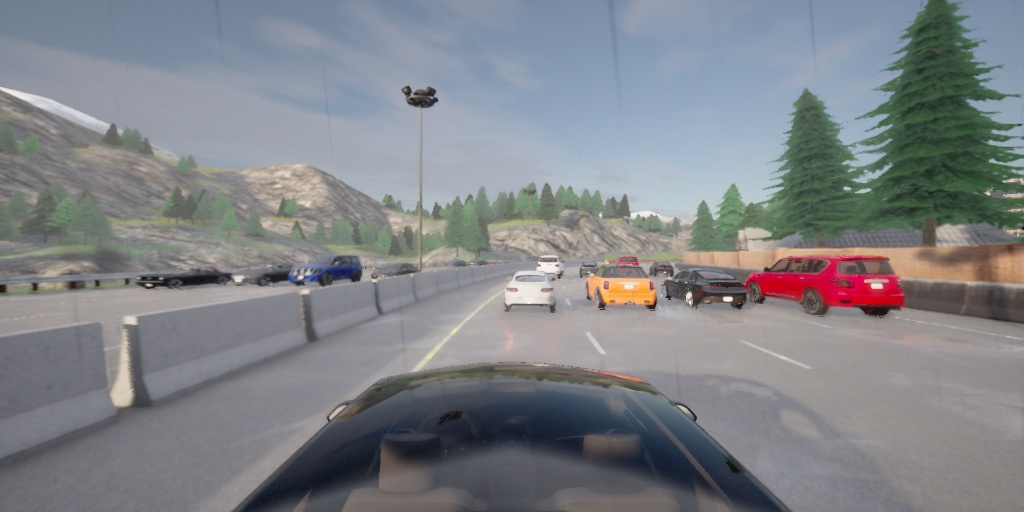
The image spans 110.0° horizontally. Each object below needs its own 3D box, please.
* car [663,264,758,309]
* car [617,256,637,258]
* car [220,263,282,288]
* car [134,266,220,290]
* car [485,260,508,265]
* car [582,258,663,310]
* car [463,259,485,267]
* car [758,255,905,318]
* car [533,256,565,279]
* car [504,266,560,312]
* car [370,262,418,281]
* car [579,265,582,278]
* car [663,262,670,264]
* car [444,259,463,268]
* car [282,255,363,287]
[{"bbox_3d":[7.861,1.276,15.101,1.837,1.490,4.892,0,0,5],"label":"car"},{"bbox_3d":[11.190,1.002,35.105,2.150,2.045,5.566,0,0,13],"label":"car"},{"bbox_3d":[-15.957,1.201,23.778,2.128,1.511,4.902,0,0,8],"label":"car"},{"bbox_3d":[-19.745,1.301,21.941,1.895,1.301,4.718,0,0,7],"label":"car"},{"bbox_3d":[-2.397,1.348,62.374,1.895,1.301,4.718,0,0,22],"label":"car"},{"bbox_3d":[4.340,1.114,14.865,2.097,1.767,4.553,0,0,5],"label":"car"},{"bbox_3d":[-5.958,1.230,62.782,2.128,1.511,4.902,0,0,21],"label":"car"},{"bbox_3d":[11.195,1.001,13.444,2.150,2.045,5.566,0,0,5],"label":"car"},{"bbox_3d":[3.678,0.983,33.647,2.150,2.045,5.566,0,0,12],"label":"car"},{"bbox_3d":[0.759,1.278,14.191,1.812,1.442,4.674,0,0,4],"label":"car"},{"bbox_3d":[-8.515,1.234,26.346,1.837,1.490,4.892,0,0,9],"label":"car"},{"bbox_3d":[7.571,1.263,34.859,2.128,1.511,4.902,0,0,13],"label":"car"},{"bbox_3d":[15.143,1.296,36.448,1.837,1.490,4.892,0,0,14],"label":"car"},{"bbox_3d":[-9.734,1.275,62.749,2.033,1.411,5.357,0,0,21],"label":"car"},{"bbox_3d":[-12.370,0.942,24.376,2.150,2.045,5.566,0,0,8],"label":"car"}]
